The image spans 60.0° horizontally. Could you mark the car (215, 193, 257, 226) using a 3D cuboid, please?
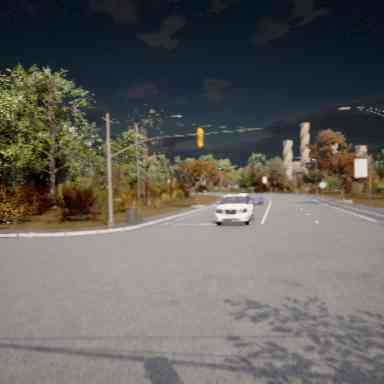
[{"bbox_3d":[3.019,1.140,22.951,2.150,2.045,5.566,-2,0,14],"label":"car"}]

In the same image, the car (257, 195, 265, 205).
[{"bbox_3d":[9.267,1.137,47.523,1.812,1.442,4.674,-2,1,14],"label":"car"}]
